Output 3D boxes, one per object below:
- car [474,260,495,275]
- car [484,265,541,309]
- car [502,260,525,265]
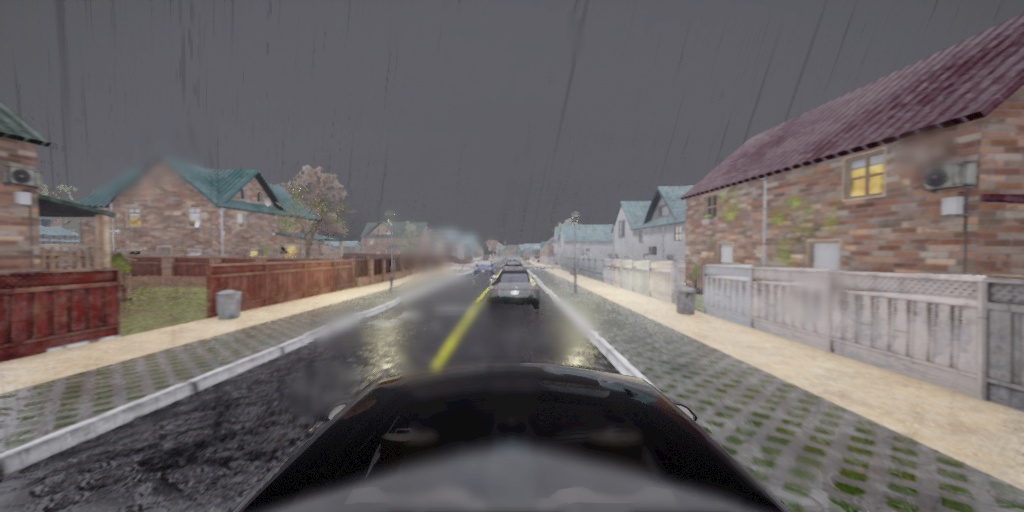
[{"bbox_3d":[-2.730,1.150,36.096,1.812,1.442,4.674,0,0,0],"label":"car"},{"bbox_3d":[0.108,1.259,14.678,1.994,1.385,4.181,0,0,0],"label":"car"},{"bbox_3d":[0.119,1.117,31.619,2.128,1.511,4.902,0,0,0],"label":"car"}]
